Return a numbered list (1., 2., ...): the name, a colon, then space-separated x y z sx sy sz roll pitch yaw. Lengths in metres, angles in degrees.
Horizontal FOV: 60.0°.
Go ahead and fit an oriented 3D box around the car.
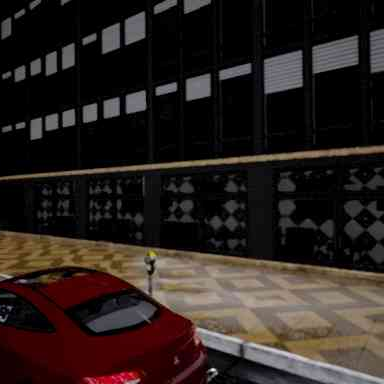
1. car: -1.792 1.615 4.112 4.206 1.307 1.802 -1 -1 35
